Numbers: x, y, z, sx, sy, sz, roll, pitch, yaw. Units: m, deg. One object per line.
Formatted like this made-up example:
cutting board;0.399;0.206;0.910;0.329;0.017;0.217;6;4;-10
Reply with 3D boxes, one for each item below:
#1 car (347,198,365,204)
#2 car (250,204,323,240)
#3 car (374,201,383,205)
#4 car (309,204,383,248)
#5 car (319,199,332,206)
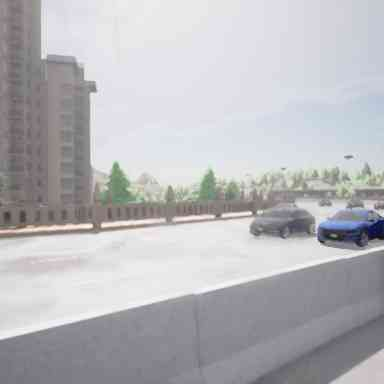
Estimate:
car;26.226;1.806;53.271;2.097;1.767;4.553;0;-1;18
car;5.029;1.612;18.008;1.837;1.490;4.892;0;0;44
car;28.943;1.977;50.295;1.994;1.385;4.181;0;-1;19
car;7.661;1.570;15.705;1.882;1.535;5.008;0;0;44
car;25.227;2.055;62.873;1.837;1.490;4.892;0;0;13
